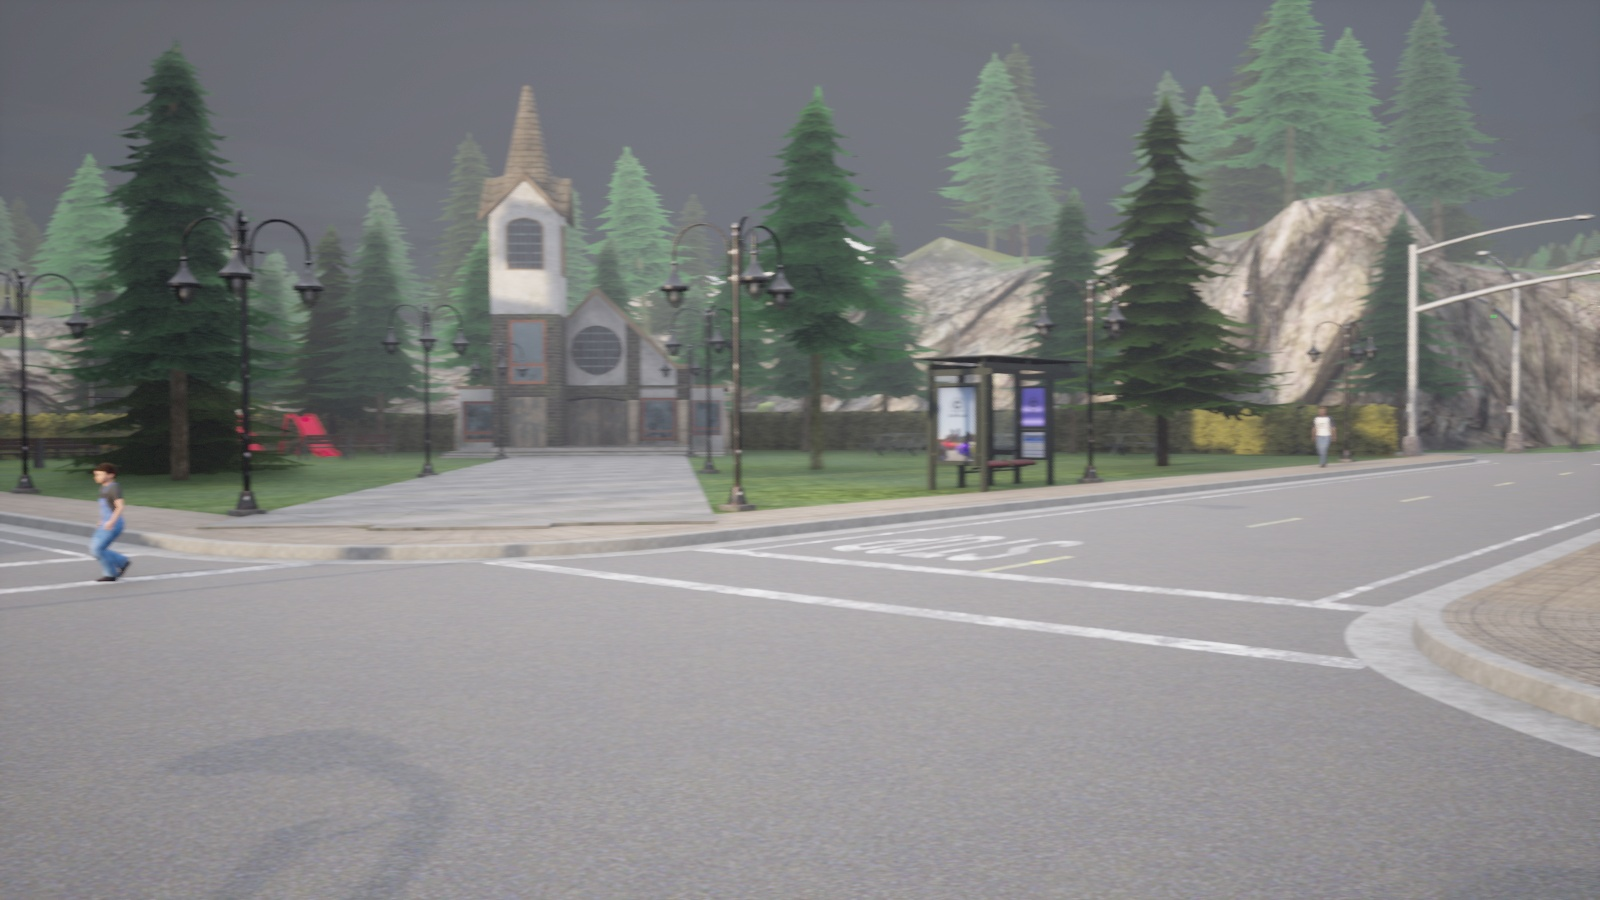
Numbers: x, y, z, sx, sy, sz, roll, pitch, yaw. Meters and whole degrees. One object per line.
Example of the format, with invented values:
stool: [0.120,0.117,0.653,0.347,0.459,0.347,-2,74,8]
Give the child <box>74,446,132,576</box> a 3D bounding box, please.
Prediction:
child: [-6.987,0.598,12.591,0.437,1.263,0.270,-1,2,-45]

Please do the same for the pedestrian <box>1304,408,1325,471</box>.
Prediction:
pedestrian: [15.118,-0.302,36.906,0.354,1.836,0.706,1,2,39]
